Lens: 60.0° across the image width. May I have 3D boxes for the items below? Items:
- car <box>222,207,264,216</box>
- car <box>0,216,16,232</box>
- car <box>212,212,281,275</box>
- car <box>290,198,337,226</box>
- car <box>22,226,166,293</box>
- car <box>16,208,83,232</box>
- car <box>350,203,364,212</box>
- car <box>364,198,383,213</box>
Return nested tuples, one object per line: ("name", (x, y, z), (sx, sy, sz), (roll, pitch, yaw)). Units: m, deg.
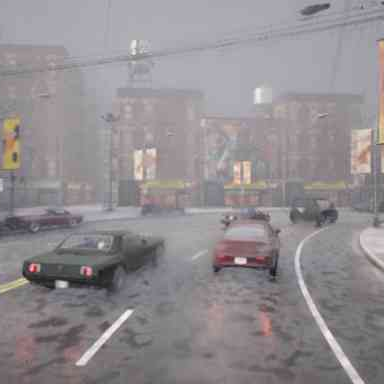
("car", (3.928, 1.757, 23.953), (2.033, 1.411, 5.357), (0, -1, 32))
("car", (-11.091, 1.588, 15.666), (2.002, 1.452, 4.674), (0, 0, 16))
("car", (1.866, 1.621, 10.809), (1.812, 1.442, 4.674), (0, 0, 16))
("car", (9.466, 1.472, 25.735), (2.150, 2.045, 5.566), (0, -1, 39))
("car", (-2.219, 1.662, 9.109), (1.895, 1.301, 4.718), (0, 0, 13))
("car", (-9.260, 1.714, 21.096), (1.895, 1.301, 4.718), (0, -1, 26))
("car", (25.093, 2.043, 46.748), (5.357, 1.411, 2.033), (0, 0, -11))
("car", (25.978, 1.695, 43.395), (5.566, 2.045, 2.150), (0, -1, -10))
